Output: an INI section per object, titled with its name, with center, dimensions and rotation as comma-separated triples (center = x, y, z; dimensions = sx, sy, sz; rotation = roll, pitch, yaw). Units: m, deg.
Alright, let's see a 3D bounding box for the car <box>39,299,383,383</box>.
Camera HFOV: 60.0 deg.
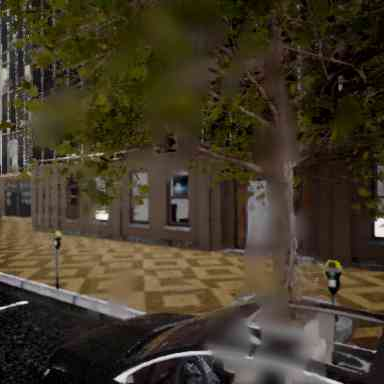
[car]
center = 0.599, 1.556, 2.448
dimensions = 4.403, 1.369, 2.008
rotation = 0, 0, 36
